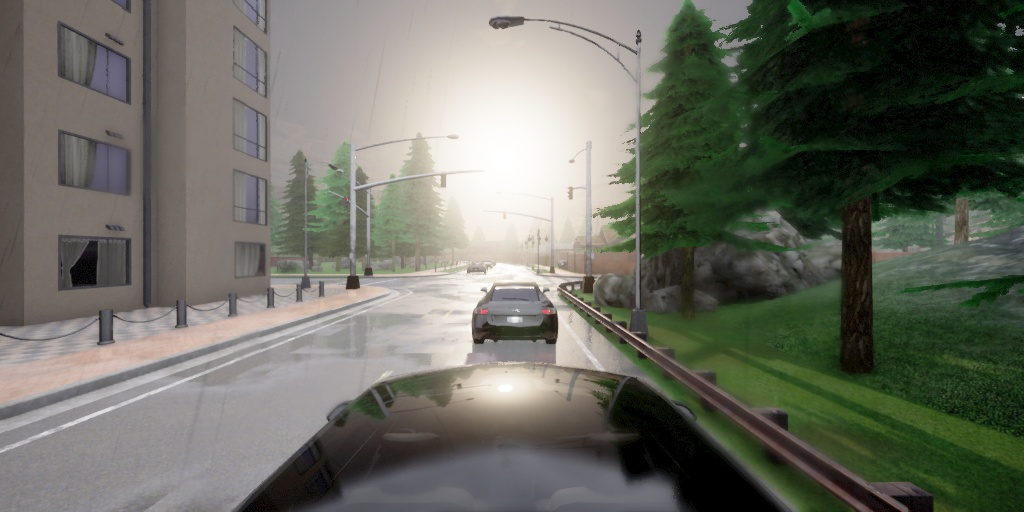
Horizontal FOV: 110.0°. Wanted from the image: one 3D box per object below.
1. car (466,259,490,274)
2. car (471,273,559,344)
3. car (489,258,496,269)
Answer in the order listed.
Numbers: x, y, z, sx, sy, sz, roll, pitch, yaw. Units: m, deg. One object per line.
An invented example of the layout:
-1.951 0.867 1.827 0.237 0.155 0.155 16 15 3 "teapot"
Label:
-3.854 1.284 39.644 1.994 1.385 4.181 0 0 -1 "car"
0.081 1.314 9.577 1.994 1.385 4.181 0 0 1 "car"
-3.990 1.268 56.243 2.033 1.411 5.357 0 0 0 "car"
